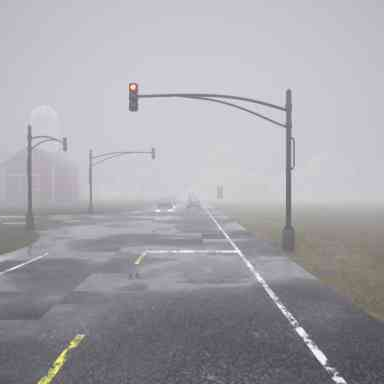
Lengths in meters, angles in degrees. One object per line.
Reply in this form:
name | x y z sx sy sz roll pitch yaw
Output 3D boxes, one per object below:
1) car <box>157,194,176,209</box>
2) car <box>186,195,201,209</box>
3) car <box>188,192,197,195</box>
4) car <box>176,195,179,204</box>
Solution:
car | -3.572 1.444 45.088 1.882 1.535 5.008 0 0 0
car | 0.210 1.514 44.861 2.033 1.411 5.357 0 0 -1
car | 0.058 1.112 87.388 2.150 2.045 5.566 0 0 0
car | -3.559 1.516 54.982 1.994 1.385 4.181 0 0 0
